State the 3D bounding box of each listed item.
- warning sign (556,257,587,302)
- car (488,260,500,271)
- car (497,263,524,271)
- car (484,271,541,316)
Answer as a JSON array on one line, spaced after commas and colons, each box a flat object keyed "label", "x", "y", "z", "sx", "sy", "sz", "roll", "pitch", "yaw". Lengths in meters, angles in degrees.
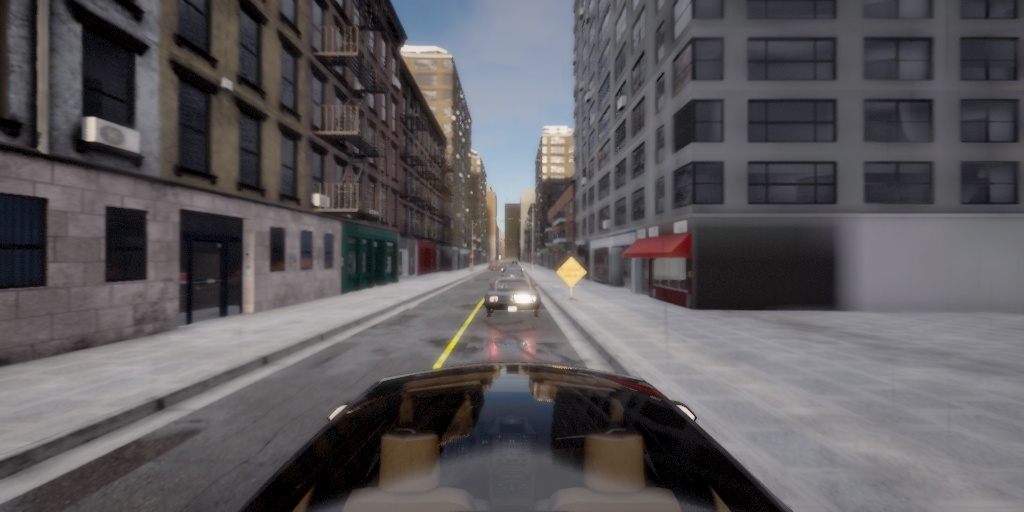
[{"label": "warning sign", "x": 2.513, "y": 0.959, "z": 15.216, "sx": 1.300, "sy": 1.860, "sz": 1.060, "roll": 0, "pitch": 0, "yaw": 0}, {"label": "car", "x": -2.826, "y": 1.482, "z": 58.830, "sx": 2.097, "sy": 1.767, "sz": 4.553, "roll": 0, "pitch": 0, "yaw": 0}, {"label": "car", "x": 0.041, "y": 1.507, "z": 29.621, "sx": 1.994, "sy": 1.385, "sz": 4.181, "roll": 0, "pitch": 0, "yaw": 0}, {"label": "car", "x": 0.038, "y": 1.434, "z": 13.735, "sx": 1.895, "sy": 1.301, "sz": 4.718, "roll": 0, "pitch": 0, "yaw": 1}]
